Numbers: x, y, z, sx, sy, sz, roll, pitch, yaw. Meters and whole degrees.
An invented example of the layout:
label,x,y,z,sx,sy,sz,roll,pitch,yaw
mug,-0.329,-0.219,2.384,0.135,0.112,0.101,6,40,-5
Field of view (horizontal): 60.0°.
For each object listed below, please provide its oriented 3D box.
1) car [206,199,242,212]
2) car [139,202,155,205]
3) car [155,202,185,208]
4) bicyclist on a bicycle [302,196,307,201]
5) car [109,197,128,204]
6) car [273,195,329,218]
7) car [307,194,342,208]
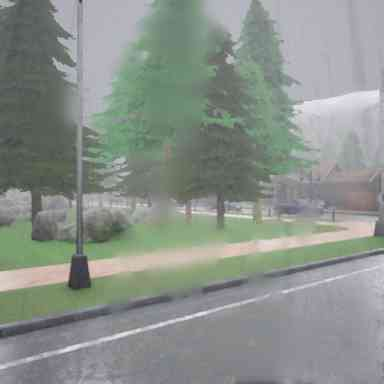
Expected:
label,x,y,z,sx,sy,sz,roll,pitch,yaw
car,3.727,1.521,39.224,2.128,1.511,4.902,0,0,-37
car,-7.550,1.635,59.391,1.895,1.301,4.718,0,0,-42
car,-2.971,1.533,48.108,1.837,1.490,4.892,0,0,-37
bicyclist on a bicycle,13.143,1.324,39.133,1.656,1.620,0.582,0,0,-37
car,-14.692,1.522,66.344,4.902,1.511,2.128,0,0,42
car,9.874,1.382,30.992,2.097,1.767,4.553,0,0,-37
car,17.303,1.226,42.674,4.605,1.855,1.932,0,0,-37
